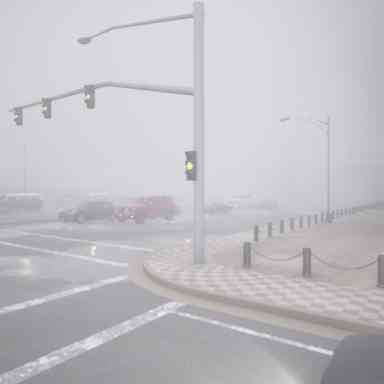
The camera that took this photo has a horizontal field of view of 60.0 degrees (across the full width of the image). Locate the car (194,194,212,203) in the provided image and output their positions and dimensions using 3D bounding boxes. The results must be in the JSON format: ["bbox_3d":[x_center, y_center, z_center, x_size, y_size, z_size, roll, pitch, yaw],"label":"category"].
[{"bbox_3d":[2.347,1.274,68.781,1.905,1.878,3.866,0,0,36],"label":"car"}]

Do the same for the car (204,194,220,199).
[{"bbox_3d":[4.649,1.266,67.026,1.932,1.855,4.605,0,0,36],"label":"car"}]

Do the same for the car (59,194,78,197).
[{"bbox_3d":[-23.843,1.305,66.211,1.932,1.855,4.605,0,0,36],"label":"car"}]

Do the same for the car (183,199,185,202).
[{"bbox_3d":[-2.954,1.655,32.865,1.994,1.385,4.181,0,0,36],"label":"car"}]

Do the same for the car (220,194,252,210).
[{"bbox_3d":[6.596,1.310,45.958,2.150,2.045,5.566,0,0,36],"label":"car"}]

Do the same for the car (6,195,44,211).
[{"bbox_3d":[-23.743,1.529,47.524,1.970,1.475,3.806,0,0,36],"label":"car"}]

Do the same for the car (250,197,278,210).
[{"bbox_3d":[10.006,1.610,44.685,1.812,1.442,4.674,0,0,36],"label":"car"}]

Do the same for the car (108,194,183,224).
[{"bbox_3d":[-3.506,1.306,26.165,2.150,2.045,5.566,0,0,36],"label":"car"}]

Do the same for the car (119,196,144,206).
[{"bbox_3d":[-10.162,1.518,56.293,1.970,1.475,3.806,0,0,36],"label":"car"}]

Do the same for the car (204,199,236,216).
[{"bbox_3d":[2.241,1.686,34.058,1.895,1.301,4.718,0,0,36],"label":"car"}]

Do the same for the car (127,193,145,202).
[{"bbox_3d":[-13.501,1.307,80.354,1.905,1.878,3.866,0,0,36],"label":"car"}]

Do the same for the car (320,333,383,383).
[{"bbox_3d":[3.375,1.544,1.553,5.357,1.411,2.033,0,0,33],"label":"car"}]

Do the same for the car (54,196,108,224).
[{"bbox_3d":[-8.046,1.443,25.870,2.097,1.767,4.553,0,0,36],"label":"car"}]

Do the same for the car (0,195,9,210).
[{"bbox_3d":[-26.077,1.502,49.236,1.784,1.438,3.905,0,0,36],"label":"car"}]

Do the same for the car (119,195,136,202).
[{"bbox_3d":[-15.830,1.551,82.074,1.970,1.475,3.806,0,0,36],"label":"car"}]

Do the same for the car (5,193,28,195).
[{"bbox_3d":[-28.272,1.296,50.783,1.932,1.855,4.605,0,0,36],"label":"car"}]

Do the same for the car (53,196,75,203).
[{"bbox_3d":[-26.141,1.520,67.975,1.784,1.438,3.905,0,0,36],"label":"car"}]
